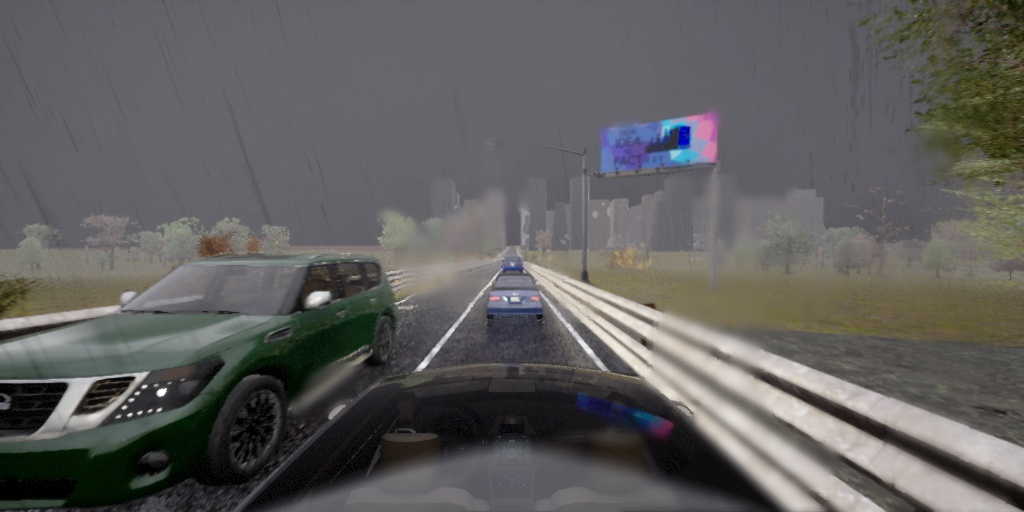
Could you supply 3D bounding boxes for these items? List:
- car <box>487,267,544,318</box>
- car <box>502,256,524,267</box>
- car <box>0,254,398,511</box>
[{"bbox_3d":[0.097,1.313,12.967,2.033,1.411,5.357,0,0,0],"label":"car"},{"bbox_3d":[0.095,1.024,39.562,2.150,2.045,5.566,0,0,0],"label":"car"},{"bbox_3d":[-3.350,0.976,4.993,2.150,2.045,5.566,0,0,0],"label":"car"}]
